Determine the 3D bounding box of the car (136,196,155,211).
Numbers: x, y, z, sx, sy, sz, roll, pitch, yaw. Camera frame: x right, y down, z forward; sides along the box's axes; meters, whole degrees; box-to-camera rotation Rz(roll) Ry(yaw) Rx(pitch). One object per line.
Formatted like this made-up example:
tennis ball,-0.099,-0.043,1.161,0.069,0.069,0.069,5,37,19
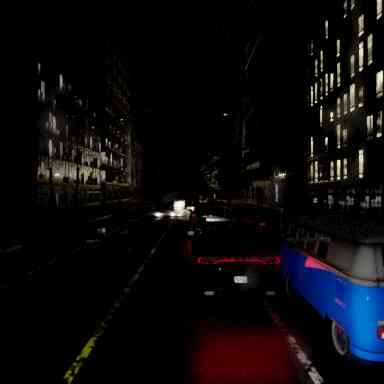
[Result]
car,-5.644,1.548,39.806,2.008,1.369,4.403,0,0,0

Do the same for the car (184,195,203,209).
car,0.060,1.345,45.440,2.097,1.767,4.553,0,0,0

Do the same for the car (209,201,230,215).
car,2.730,1.581,34.100,1.802,1.307,4.206,0,0,0

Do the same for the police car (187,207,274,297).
police car,0.911,1.425,8.769,1.930,1.638,5.238,0,0,0

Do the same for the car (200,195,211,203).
car,2.769,1.401,68.255,1.967,1.590,4.097,0,0,0

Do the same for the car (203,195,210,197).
car,2.743,1.544,45.485,2.008,1.369,4.403,0,0,0

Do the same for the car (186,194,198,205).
car,0.068,1.327,59.392,2.097,1.767,4.553,0,0,0

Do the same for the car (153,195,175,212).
car,-2.956,1.475,38.238,1.882,1.535,5.008,0,0,0

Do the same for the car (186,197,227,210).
car,0.873,1.351,18.622,2.097,1.767,4.553,0,0,0

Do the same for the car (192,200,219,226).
car,0.929,1.455,24.850,1.801,1.575,5.366,0,0,0

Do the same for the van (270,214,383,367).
van,2.698,1.341,5.639,1.690,1.788,3.998,0,0,0

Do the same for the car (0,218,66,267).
car,-5.677,1.582,11.343,1.802,1.307,4.206,0,0,0

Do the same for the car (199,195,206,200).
car,2.796,1.462,91.025,1.887,1.381,4.507,0,0,0

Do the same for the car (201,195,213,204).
car,2.763,1.410,62.563,1.967,1.590,4.097,0,0,0
